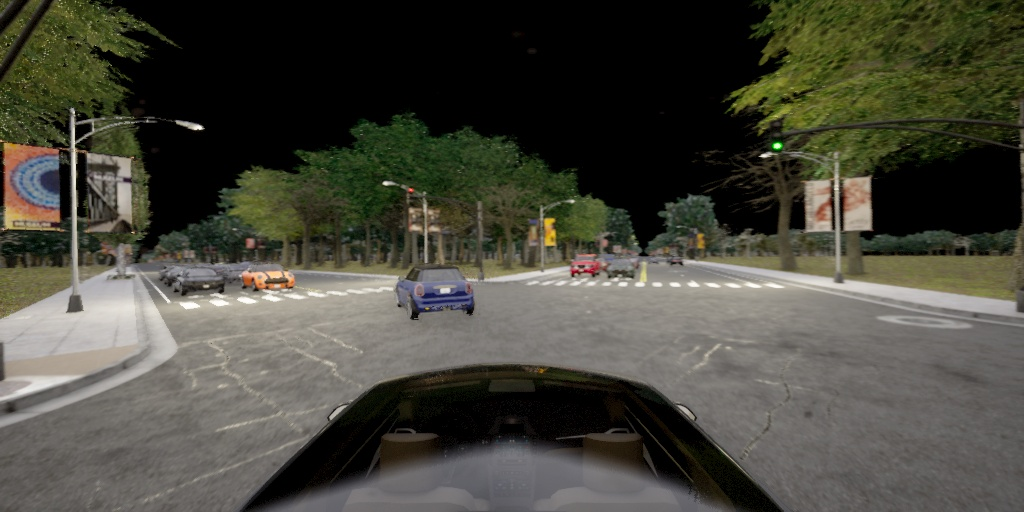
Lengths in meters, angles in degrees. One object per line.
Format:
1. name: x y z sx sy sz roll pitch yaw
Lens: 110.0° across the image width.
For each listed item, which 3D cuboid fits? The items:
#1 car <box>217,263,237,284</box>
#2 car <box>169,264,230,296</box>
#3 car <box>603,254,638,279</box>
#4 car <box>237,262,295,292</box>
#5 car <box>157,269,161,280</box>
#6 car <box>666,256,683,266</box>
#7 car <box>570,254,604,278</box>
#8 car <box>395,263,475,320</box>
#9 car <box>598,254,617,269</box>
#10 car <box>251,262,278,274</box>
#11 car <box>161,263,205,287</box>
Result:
1. car: -22.413 1.466 29.379 4.902 1.511 2.128 -1 0 43
2. car: -18.752 1.428 21.453 5.008 1.535 1.882 -1 0 42
3. car: 9.221 0.957 30.233 2.097 1.767 4.553 -1 0 20
4. car: -15.757 1.256 23.101 4.553 1.767 2.097 -1 0 43
5. car: -33.466 1.617 35.370 4.892 1.490 1.837 -1 0 44
6. car: 26.378 0.841 57.646 1.837 1.490 4.892 -1 0 20
7. car: 6.852 0.869 33.249 2.150 2.045 5.566 -1 0 20
8. car: -2.991 1.114 13.193 2.097 1.767 4.553 -1 0 -25
9. car: 13.966 0.759 52.205 2.150 2.045 5.566 -1 0 20
10. car: -34.315 1.580 49.645 4.902 1.511 2.128 -1 0 43
11. car: -25.978 1.505 28.275 5.008 1.535 1.882 -1 0 43
